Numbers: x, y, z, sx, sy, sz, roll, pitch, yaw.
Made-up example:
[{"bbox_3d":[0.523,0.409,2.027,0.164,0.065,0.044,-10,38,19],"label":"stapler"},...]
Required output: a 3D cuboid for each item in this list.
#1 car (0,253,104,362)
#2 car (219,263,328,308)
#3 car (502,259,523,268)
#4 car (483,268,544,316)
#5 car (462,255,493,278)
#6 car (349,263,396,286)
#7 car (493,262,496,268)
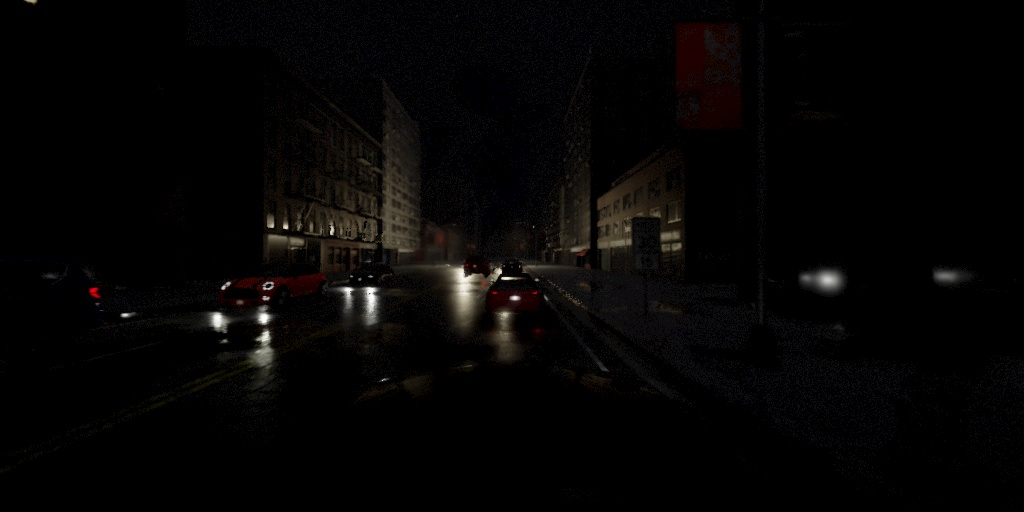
[{"bbox_3d":[-9.844,0.972,5.304,2.150,2.045,5.566,0,0,0],"label":"car"},{"bbox_3d":[-9.850,1.101,15.233,2.097,1.767,4.553,0,0,0],"label":"car"},{"bbox_3d":[0.022,1.095,37.270,2.097,1.767,4.553,0,0,1],"label":"car"},{"bbox_3d":[0.097,1.313,13.444,1.994,1.385,4.181,0,0,0],"label":"car"},{"bbox_3d":[-3.258,0.967,34.023,2.150,2.045,5.566,0,0,0],"label":"car"},{"bbox_3d":[-9.823,1.252,25.592,1.837,1.490,4.892,0,0,0],"label":"car"},{"bbox_3d":[-3.223,1.268,48.085,1.812,1.442,4.674,0,0,1],"label":"car"}]
